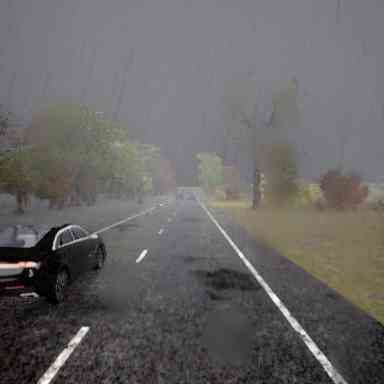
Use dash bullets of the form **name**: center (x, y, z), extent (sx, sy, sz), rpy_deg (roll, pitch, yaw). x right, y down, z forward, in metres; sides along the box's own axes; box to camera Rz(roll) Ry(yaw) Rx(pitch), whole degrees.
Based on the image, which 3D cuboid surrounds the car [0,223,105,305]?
- **car**: center (-3.502, 1.488, 8.071), extent (2.128, 1.511, 4.902), rpy_deg (0, 0, 0)

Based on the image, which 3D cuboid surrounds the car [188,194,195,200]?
- **car**: center (-0.018, 1.464, 92.043), extent (1.895, 1.301, 4.718), rpy_deg (0, 0, 0)

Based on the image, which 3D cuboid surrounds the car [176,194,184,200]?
- **car**: center (-3.518, 1.394, 92.012), extent (1.812, 1.442, 4.674), rpy_deg (0, 0, 0)
